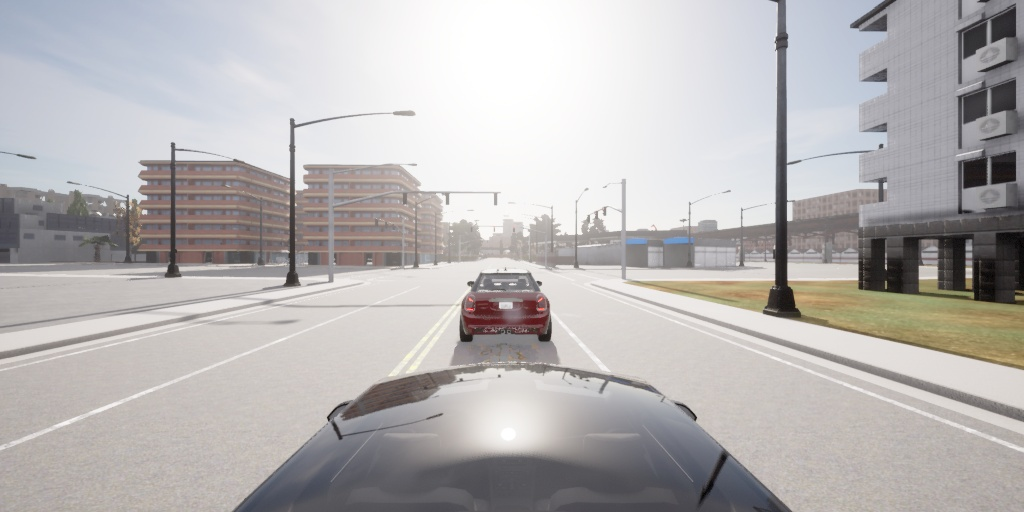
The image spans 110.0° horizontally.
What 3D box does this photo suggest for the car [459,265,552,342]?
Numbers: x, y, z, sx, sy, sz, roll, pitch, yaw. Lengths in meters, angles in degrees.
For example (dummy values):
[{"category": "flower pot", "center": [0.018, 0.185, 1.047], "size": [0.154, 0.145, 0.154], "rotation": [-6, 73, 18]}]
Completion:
[{"category": "car", "center": [-0.196, 1.102, 9.965], "size": [2.097, 1.767, 4.553], "rotation": [0, 0, -2]}]
